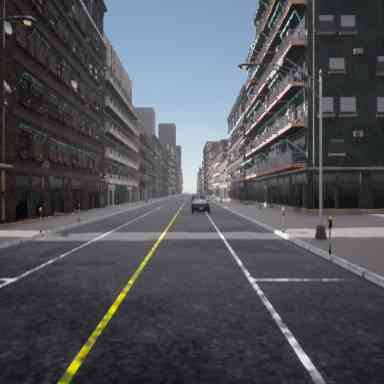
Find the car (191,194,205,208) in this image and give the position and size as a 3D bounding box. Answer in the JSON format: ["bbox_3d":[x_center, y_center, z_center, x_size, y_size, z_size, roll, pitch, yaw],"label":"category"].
[{"bbox_3d":[0.897,1.311,51.715,2.150,2.045,5.566,0,0,0],"label":"car"}]

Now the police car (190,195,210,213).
[{"bbox_3d":[0.900,1.428,35.796,1.930,1.638,5.238,0,0,0],"label":"police car"}]
